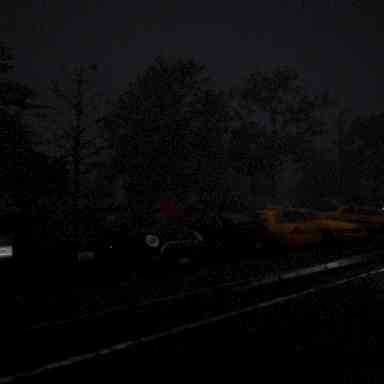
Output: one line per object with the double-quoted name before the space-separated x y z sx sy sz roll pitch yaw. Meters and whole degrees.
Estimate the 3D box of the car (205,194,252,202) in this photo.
"car" 2.277 1.187 29.796 2.435 2.045 5.566 0 0 -35

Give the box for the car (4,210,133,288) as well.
"car" -3.771 1.500 9.483 2.163 1.488 4.792 0 0 -35

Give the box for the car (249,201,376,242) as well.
"car" 5.306 1.431 15.651 1.946 1.575 5.366 0 0 -35

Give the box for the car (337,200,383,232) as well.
"car" 12.090 1.448 20.691 2.231 1.521 4.892 0 0 -35

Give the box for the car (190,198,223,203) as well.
"car" 0.049 1.462 28.148 2.163 1.488 4.792 0 0 -35

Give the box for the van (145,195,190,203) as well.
"van" -2.396 1.204 26.594 1.878 1.987 4.442 0 0 -35

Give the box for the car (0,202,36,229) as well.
"car" -11.265 1.466 20.174 2.097 1.535 5.008 0 0 -35

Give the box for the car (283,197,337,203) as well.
"car" 9.106 1.317 24.011 4.553 1.767 2.097 0 0 -35

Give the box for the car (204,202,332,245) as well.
"car" 2.927 1.431 14.420 1.946 1.575 5.366 0 0 -35

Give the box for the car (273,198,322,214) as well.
"car" 11.351 1.488 36.154 2.163 1.488 4.792 0 0 -35

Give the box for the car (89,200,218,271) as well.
"car" -1.510 1.328 11.087 2.185 1.767 4.553 0 0 -35

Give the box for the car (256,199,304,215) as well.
"car" 9.075 1.494 34.574 2.002 1.452 4.674 0 0 -35

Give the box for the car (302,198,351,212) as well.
"car" 15.757 1.468 39.305 2.097 1.535 5.008 0 0 -35

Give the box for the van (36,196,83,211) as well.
"van" -8.927 1.224 21.691 1.878 1.987 4.442 0 0 -36

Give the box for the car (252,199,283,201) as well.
"car" 6.920 1.445 32.823 1.946 1.575 5.366 0 0 -35

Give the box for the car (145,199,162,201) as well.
"car" -4.606 1.460 24.920 2.163 1.488 4.792 0 0 -35

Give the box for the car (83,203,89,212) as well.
"car" -6.760 1.466 23.395 2.163 1.488 4.792 0 0 -35

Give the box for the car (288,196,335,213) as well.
"car" 13.475 1.338 37.733 2.185 1.767 4.553 0 0 -35

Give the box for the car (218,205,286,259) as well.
"car" 0.780 1.442 12.664 2.231 1.521 4.892 0 0 -35
